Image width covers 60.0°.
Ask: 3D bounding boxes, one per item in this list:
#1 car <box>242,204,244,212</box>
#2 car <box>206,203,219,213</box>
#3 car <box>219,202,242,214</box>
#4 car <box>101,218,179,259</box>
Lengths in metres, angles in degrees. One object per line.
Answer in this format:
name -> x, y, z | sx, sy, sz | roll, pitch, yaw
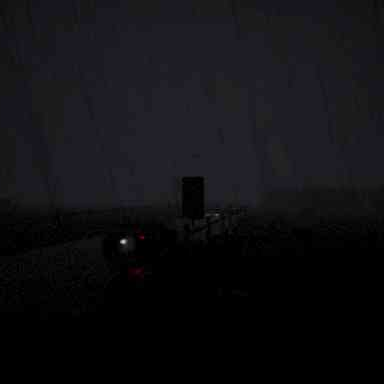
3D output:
car -> 7.349, 2.377, 53.429 | 1.812, 1.442, 4.674 | 0, -1, 13
car -> 3.353, 2.307, 48.370 | 2.033, 1.411, 5.357 | 0, -1, 13
car -> 5.073, 2.210, 43.387 | 1.812, 1.442, 4.674 | 0, -1, 14
car -> -1.923, 1.729, 13.462 | 1.994, 1.385, 4.181 | 0, -1, 13
